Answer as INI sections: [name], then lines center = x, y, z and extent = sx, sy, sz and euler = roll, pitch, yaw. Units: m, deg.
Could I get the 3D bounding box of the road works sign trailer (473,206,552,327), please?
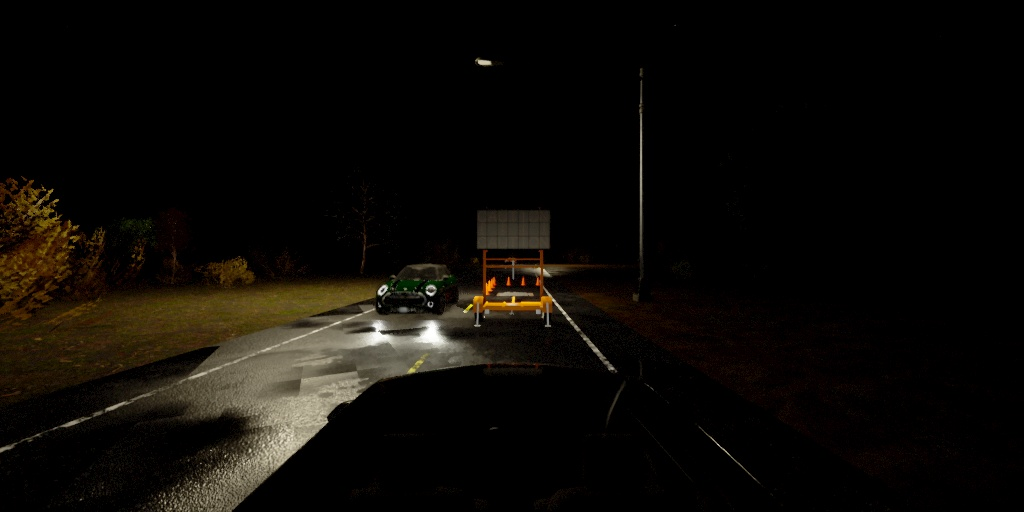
[road works sign trailer]
center = 0.042, 0.214, 11.548
extent = 2.380, 3.560, 2.880
euler = 0, 0, 1

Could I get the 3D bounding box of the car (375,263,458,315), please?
[car]
center = -3.383, 1.101, 13.516
extent = 2.097, 1.767, 4.553
euler = 0, 0, 1
